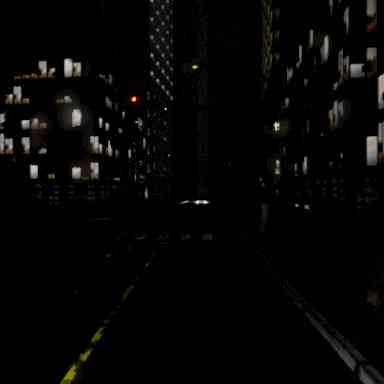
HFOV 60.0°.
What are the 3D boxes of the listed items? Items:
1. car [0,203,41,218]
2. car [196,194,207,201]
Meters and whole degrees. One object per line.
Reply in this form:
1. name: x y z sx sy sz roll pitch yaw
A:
1. car: -16.290 1.684 30.830 4.403 1.369 2.008 -1 1 10
2. car: 2.014 1.156 68.522 1.895 1.301 4.718 0 0 8
